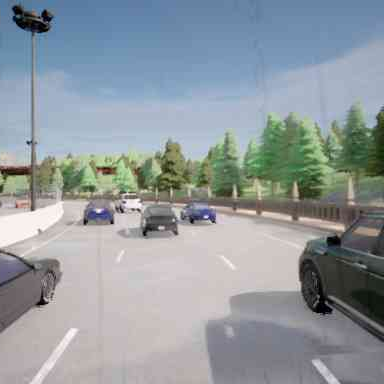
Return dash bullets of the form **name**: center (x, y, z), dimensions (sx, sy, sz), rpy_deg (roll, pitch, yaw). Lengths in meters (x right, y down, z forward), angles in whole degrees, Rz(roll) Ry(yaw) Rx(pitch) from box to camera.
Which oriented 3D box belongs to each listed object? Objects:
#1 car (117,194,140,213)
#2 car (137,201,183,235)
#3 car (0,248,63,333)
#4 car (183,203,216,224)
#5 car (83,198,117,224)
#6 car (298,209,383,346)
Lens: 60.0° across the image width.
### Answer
- **car**: center (-7.179, 1.207, 37.204), dimensions (2.150, 2.045, 5.566), rpy_deg (0, 0, -21)
- **car**: center (-1.927, 1.492, 18.666), dimensions (1.837, 1.490, 4.892), rpy_deg (0, 0, -11)
- **car**: center (-3.665, 1.556, 4.951), dimensions (2.033, 1.411, 5.357), rpy_deg (0, 0, -3)
- **car**: center (0.406, 1.496, 24.399), dimensions (1.812, 1.442, 4.674), rpy_deg (0, 0, -14)
- **car**: center (-6.901, 1.350, 24.841), dimensions (2.097, 1.767, 4.553), rpy_deg (0, 0, -14)
- **car**: center (3.342, 1.204, 4.480), dimensions (2.150, 2.045, 5.566), rpy_deg (0, 0, -3)
